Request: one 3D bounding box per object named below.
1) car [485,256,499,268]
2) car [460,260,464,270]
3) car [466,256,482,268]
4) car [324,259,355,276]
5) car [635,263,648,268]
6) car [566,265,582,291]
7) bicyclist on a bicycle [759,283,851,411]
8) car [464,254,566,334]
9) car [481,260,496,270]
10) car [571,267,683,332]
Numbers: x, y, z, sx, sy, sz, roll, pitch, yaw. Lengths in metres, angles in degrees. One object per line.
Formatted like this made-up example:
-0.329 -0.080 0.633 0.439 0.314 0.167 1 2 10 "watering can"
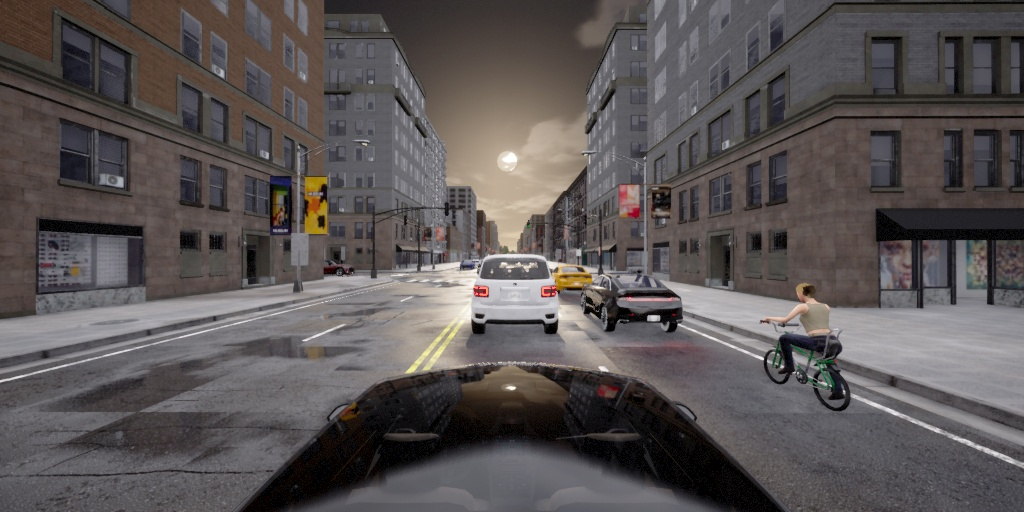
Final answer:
-3.446 0.995 62.413 2.150 2.045 5.566 0 0 0 "car"
-6.700 1.248 54.082 1.882 1.535 5.008 0 0 0 "car"
-6.688 0.995 64.027 2.150 2.045 5.566 0 0 0 "car"
-18.173 1.090 35.823 4.553 1.767 2.097 0 0 0 "car"
14.976 1.412 38.698 4.718 1.301 1.895 0 0 1 "car"
3.212 1.232 20.301 1.882 1.535 5.008 0 0 0 "car"
4.129 1.187 5.123 0.866 1.612 1.509 0 0 0 "bicyclist on a bicycle"
0.079 0.973 10.740 2.150 2.045 5.566 0 0 0 "car"
-3.442 1.334 53.072 1.994 1.385 4.181 0 0 0 "car"
3.323 1.243 10.811 2.128 1.511 4.902 0 0 0 "car"
